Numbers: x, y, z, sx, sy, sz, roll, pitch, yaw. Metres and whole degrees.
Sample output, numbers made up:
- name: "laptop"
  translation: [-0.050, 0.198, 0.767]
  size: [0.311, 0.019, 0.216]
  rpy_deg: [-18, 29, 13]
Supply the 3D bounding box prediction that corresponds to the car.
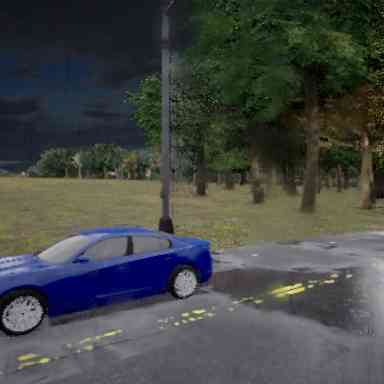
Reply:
- name: "car"
  translation: [-1.847, 1.491, 6.855]
  size: [5.008, 1.535, 1.882]
  rpy_deg: [0, 0, -35]
